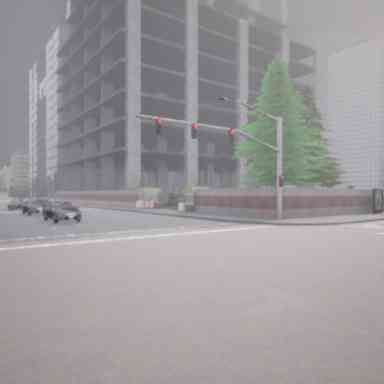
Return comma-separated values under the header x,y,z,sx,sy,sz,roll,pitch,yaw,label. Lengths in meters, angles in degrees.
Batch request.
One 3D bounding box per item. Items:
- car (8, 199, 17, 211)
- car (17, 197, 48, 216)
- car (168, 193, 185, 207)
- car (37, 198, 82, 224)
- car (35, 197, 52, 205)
x,y,z,sx,sy,sz,roll,pitch,yaw,label
-21.171,1.543,40.671,1.994,1.385,4.181,0,0,-36,car
-15.287,1.465,32.535,2.128,1.511,4.902,0,0,-36,car
-1.915,1.149,48.473,1.905,1.878,3.866,0,0,-36,car
-9.727,1.460,24.859,2.128,1.511,4.902,0,0,-36,car
-27.564,1.592,61.743,1.895,1.301,4.718,0,0,-36,car
